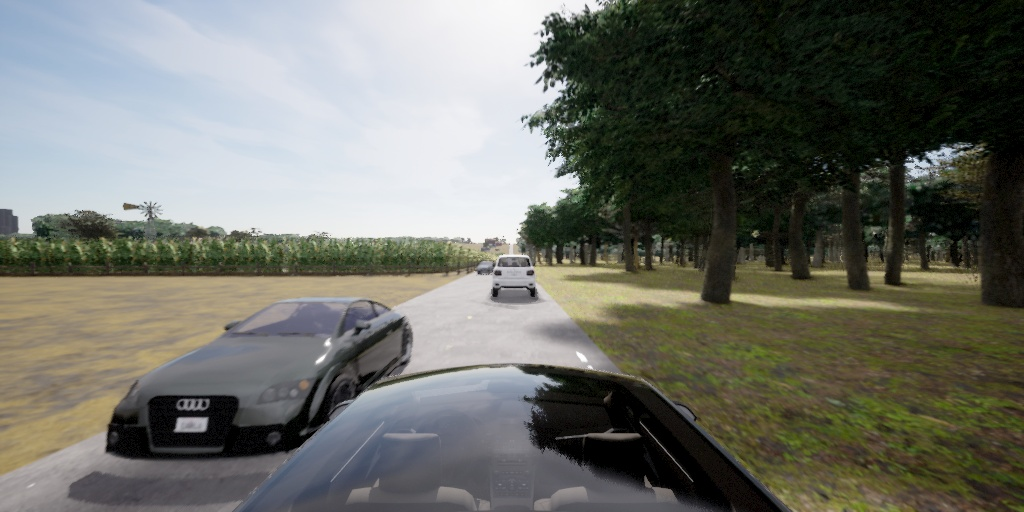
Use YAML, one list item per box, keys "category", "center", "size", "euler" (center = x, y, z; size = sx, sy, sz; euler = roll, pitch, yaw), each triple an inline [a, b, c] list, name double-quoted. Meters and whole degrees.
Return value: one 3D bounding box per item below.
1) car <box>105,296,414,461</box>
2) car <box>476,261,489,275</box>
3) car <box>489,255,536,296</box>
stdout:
- category: "car"
  center: [-2.851, 1.311, 5.177]
  size: [1.994, 1.385, 4.181]
  euler: [0, 0, 0]
- category: "car"
  center: [-2.830, 1.317, 39.605]
  size: [1.812, 1.442, 4.674]
  euler: [0, 0, 0]
- category: "car"
  center: [0.102, 0.971, 19.462]
  size: [2.150, 2.045, 5.566]
  euler: [0, 0, 0]
